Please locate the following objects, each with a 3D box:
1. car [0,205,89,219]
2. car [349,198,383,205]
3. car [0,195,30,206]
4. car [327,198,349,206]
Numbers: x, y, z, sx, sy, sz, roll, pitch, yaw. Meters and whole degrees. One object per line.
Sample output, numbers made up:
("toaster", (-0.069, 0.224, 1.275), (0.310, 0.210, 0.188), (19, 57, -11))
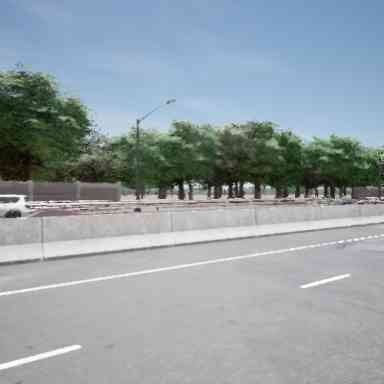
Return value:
("car", (-7.118, 1.531, 16.108), (4.674, 1.442, 1.812), (0, 0, -35))
("car", (21.773, 1.585, 40.892), (4.718, 1.301, 1.895), (0, 0, -35))
("car", (-14.551, 1.224, 23.704), (5.566, 2.045, 2.150), (0, 0, -35))
("car", (19.765, 1.511, 43.759), (4.902, 1.511, 2.128), (0, 0, -35))
